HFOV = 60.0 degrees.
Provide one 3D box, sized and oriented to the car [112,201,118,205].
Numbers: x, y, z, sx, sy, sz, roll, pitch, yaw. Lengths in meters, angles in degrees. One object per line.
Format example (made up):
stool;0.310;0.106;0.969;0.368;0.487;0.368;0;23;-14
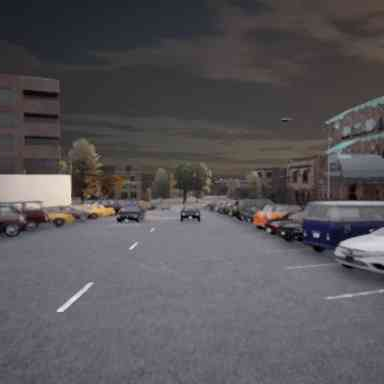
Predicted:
car;-11.809;2.164;38.959;5.366;1.575;1.946;0;-2;-21

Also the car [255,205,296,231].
car;6.330;1.669;18.495;4.792;1.488;2.163;1;-1;-20

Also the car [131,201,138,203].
car;-11.617;2.585;51.059;5.366;1.575;1.946;0;-3;-21

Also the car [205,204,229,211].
car;5.611;3.413;74.243;5.008;1.535;2.097;2;-2;-21

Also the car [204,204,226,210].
car;5.500;3.666;80.150;4.792;1.488;2.163;2;-3;-21

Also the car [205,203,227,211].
car;5.511;3.398;77.189;4.553;1.767;2.185;2;-3;-21

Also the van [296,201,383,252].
van;6.497;1.331;12.688;4.442;1.987;1.878;1;-1;-20

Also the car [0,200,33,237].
car;-11.425;1.539;18.092;4.553;1.767;2.185;-1;-1;-20

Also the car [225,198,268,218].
car;6.299;1.630;30.265;5.566;2.045;2.435;1;-2;-20

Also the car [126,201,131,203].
car;-11.533;2.364;45.071;5.366;1.575;1.946;0;-2;-21

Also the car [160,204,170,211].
car;-5.596;3.308;70.511;1.837;1.490;4.892;0;-2;0

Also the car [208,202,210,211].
car;5.930;2.749;56.636;4.892;1.521;2.231;2;-3;-21

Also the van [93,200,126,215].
van;-11.859;2.250;47.962;4.442;1.987;1.878;0;-2;-21

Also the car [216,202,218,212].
car;6.112;2.354;44.899;4.674;1.452;2.002;2;-2;-21

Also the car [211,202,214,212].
car;6.020;2.527;50.771;5.008;1.535;2.097;2;-3;-21

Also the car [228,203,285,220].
car;6.415;1.954;33.240;5.366;1.575;1.946;1;-2;-21

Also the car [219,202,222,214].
car;6.173;2.121;39.040;5.008;1.535;2.097;1;-2;-21

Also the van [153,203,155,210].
van;-11.663;3.393;78.077;4.442;1.987;1.878;0;-3;-19

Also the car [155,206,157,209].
car;-11.713;3.482;81.046;5.566;2.045;2.435;0;-3;-19

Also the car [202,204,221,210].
car;5.269;4.010;88.979;4.674;1.452;2.002;2;-2;-21

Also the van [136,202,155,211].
van;-11.814;3.621;83.986;4.442;1.987;1.878;0;-2;-19

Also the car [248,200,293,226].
car;6.309;1.563;21.441;4.553;1.767;2.185;1;-1;-20

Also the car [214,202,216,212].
car;6.039;2.293;47.836;4.553;1.767;2.185;2;-2;-21

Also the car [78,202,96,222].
car;-11.515;1.944;30.065;4.792;1.488;2.163;0;-2;-20

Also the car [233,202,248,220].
car;6.290;1.810;27.314;4.892;1.521;2.231;1;-2;-20

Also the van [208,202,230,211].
van;5.778;3.080;71.355;4.442;1.987;1.878;2;-3;-21

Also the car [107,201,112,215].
car;-11.774;2.074;35.968;5.366;1.575;1.946;0;-1;-21

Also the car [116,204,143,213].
car;-11.903;3.076;62.999;4.792;1.488;2.163;0;-2;-20

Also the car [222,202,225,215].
car;6.218;2.036;36.110;5.008;1.535;2.097;1;-2;-21

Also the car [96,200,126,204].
car;-11.697;2.013;42.010;5.566;2.045;2.435;0;-2;-21

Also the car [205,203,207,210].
car;5.788;3.081;65.436;5.008;1.535;2.097;2;-2;-21

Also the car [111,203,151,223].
car;-5.194;1.936;29.121;2.033;1.411;5.357;0;-1;0

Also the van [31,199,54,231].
van;-11.368;1.490;21.126;4.442;1.987;1.878;-1;-1;-20

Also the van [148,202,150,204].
van;-11.942;3.164;71.990;4.442;1.987;1.878;0;-2;-19

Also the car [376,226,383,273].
car;6.411;1.534;6.769;4.674;1.452;2.002;1;0;-20

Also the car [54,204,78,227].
car;-11.321;1.773;24.138;5.366;1.575;1.946;0;-2;-20

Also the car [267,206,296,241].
car;6.379;1.594;15.578;5.008;1.535;2.097;1;-1;-20

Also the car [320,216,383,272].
car;6.401;1.562;9.708;4.674;1.452;2.002;1;-1;-20

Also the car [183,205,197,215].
car;-0.276;2.469;45.408;1.895;1.301;4.718;0;-2;0

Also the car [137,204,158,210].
car;-11.663;3.960;87.014;5.008;1.535;2.097;0;-2;-19

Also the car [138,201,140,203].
car;-11.861;2.451;53.982;5.566;2.045;2.435;0;-2;-21

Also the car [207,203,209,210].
car;5.894;2.859;59.568;5.008;1.535;2.097;2;-2;-21

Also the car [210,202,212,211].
car;5.973;2.639;53.706;4.892;1.521;2.231;2;-3;-21

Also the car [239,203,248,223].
car;6.312;1.749;24.376;4.892;1.521;2.231;1;-2;-20

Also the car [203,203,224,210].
car;5.378;3.621;83.083;4.553;1.767;2.185;2;-3;-21

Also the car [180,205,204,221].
car;-0.155;2.054;31.875;1.895;1.301;4.718;0;-1;0

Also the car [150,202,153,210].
car;-11.772;3.379;75.038;4.553;1.767;2.185;0;-2;-19

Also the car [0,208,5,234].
car;-11.434;1.657;15.090;4.674;1.452;2.002;-1;-1;-20

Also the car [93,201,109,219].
car;-11.398;1.987;33.108;5.366;1.575;1.946;0;-2;-20
